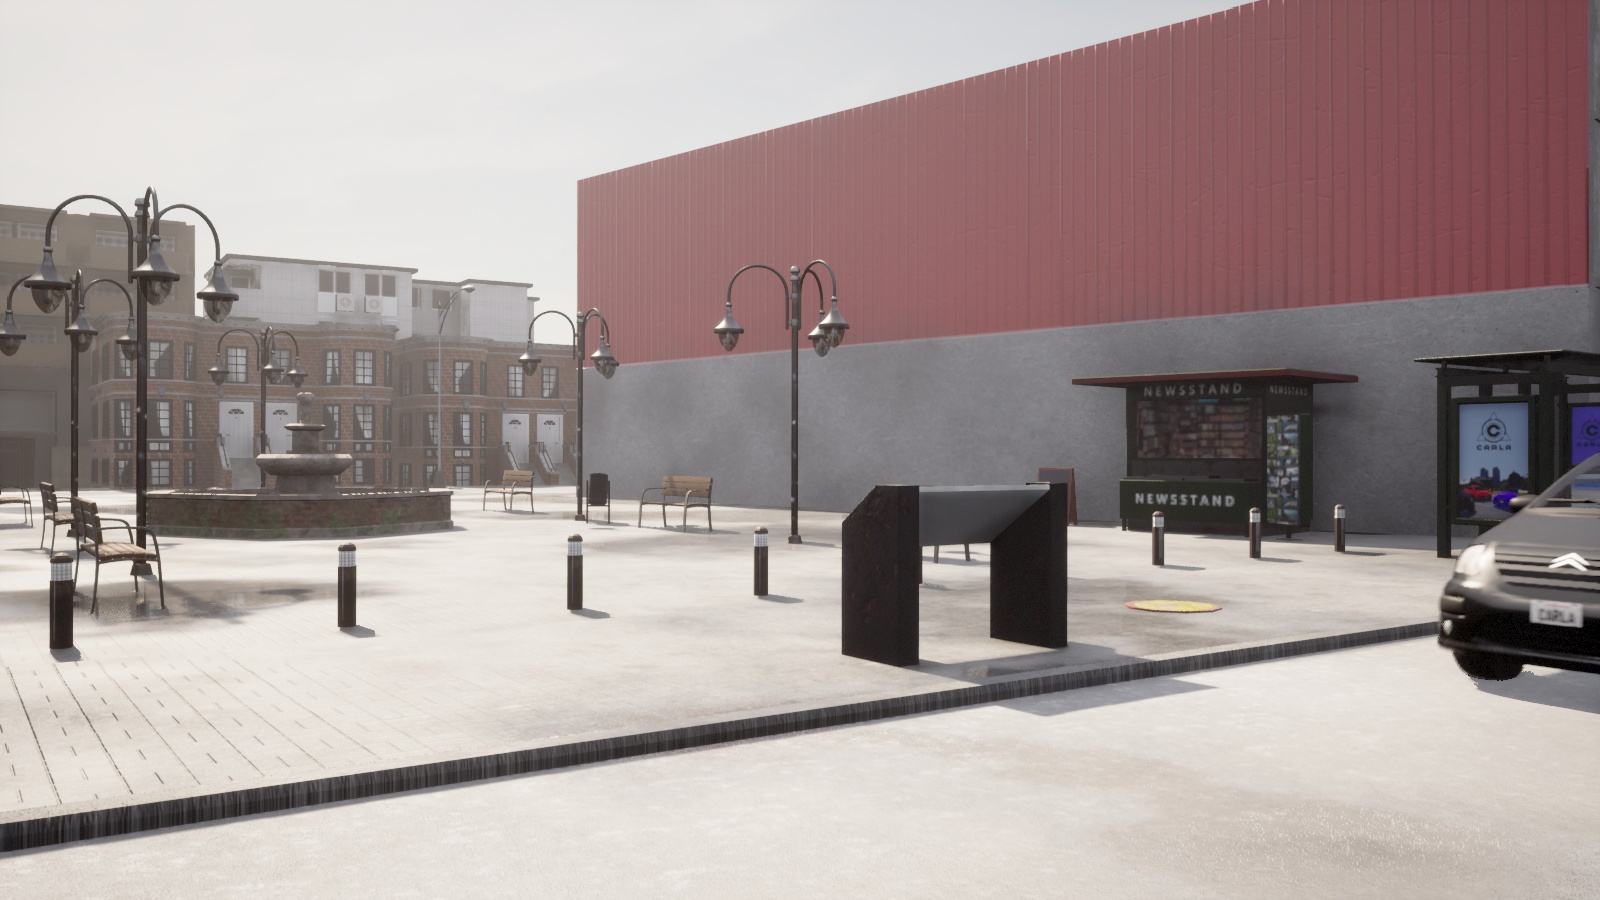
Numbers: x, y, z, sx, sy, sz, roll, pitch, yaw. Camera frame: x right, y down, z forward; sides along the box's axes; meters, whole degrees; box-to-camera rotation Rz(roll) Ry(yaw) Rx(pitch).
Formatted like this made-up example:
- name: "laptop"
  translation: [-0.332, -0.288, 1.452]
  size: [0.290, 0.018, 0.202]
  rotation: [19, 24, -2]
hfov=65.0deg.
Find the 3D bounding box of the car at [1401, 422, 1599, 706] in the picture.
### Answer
- name: "car"
  translation: [6.047, 0.651, 8.489]
  size: [3.988, 1.617, 1.851]
  rotation: [0, 0, -35]
